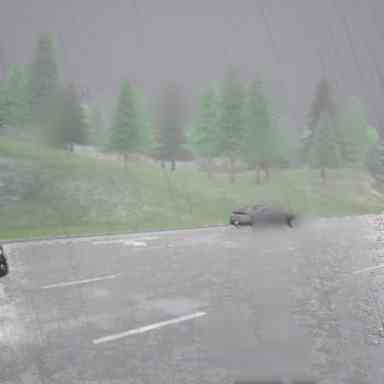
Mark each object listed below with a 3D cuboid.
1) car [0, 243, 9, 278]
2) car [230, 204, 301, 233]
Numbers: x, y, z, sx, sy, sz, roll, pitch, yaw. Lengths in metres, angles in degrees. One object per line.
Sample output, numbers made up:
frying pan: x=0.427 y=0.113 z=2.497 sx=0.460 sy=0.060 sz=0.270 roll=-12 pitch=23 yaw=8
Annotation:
car: x=-6.748 y=1.351 z=7.531 sx=4.553 sy=1.767 sz=2.097 roll=0 pitch=0 yaw=-36
car: x=4.457 y=1.495 z=19.858 sx=4.902 sy=1.511 sz=2.128 roll=0 pitch=0 yaw=-35
